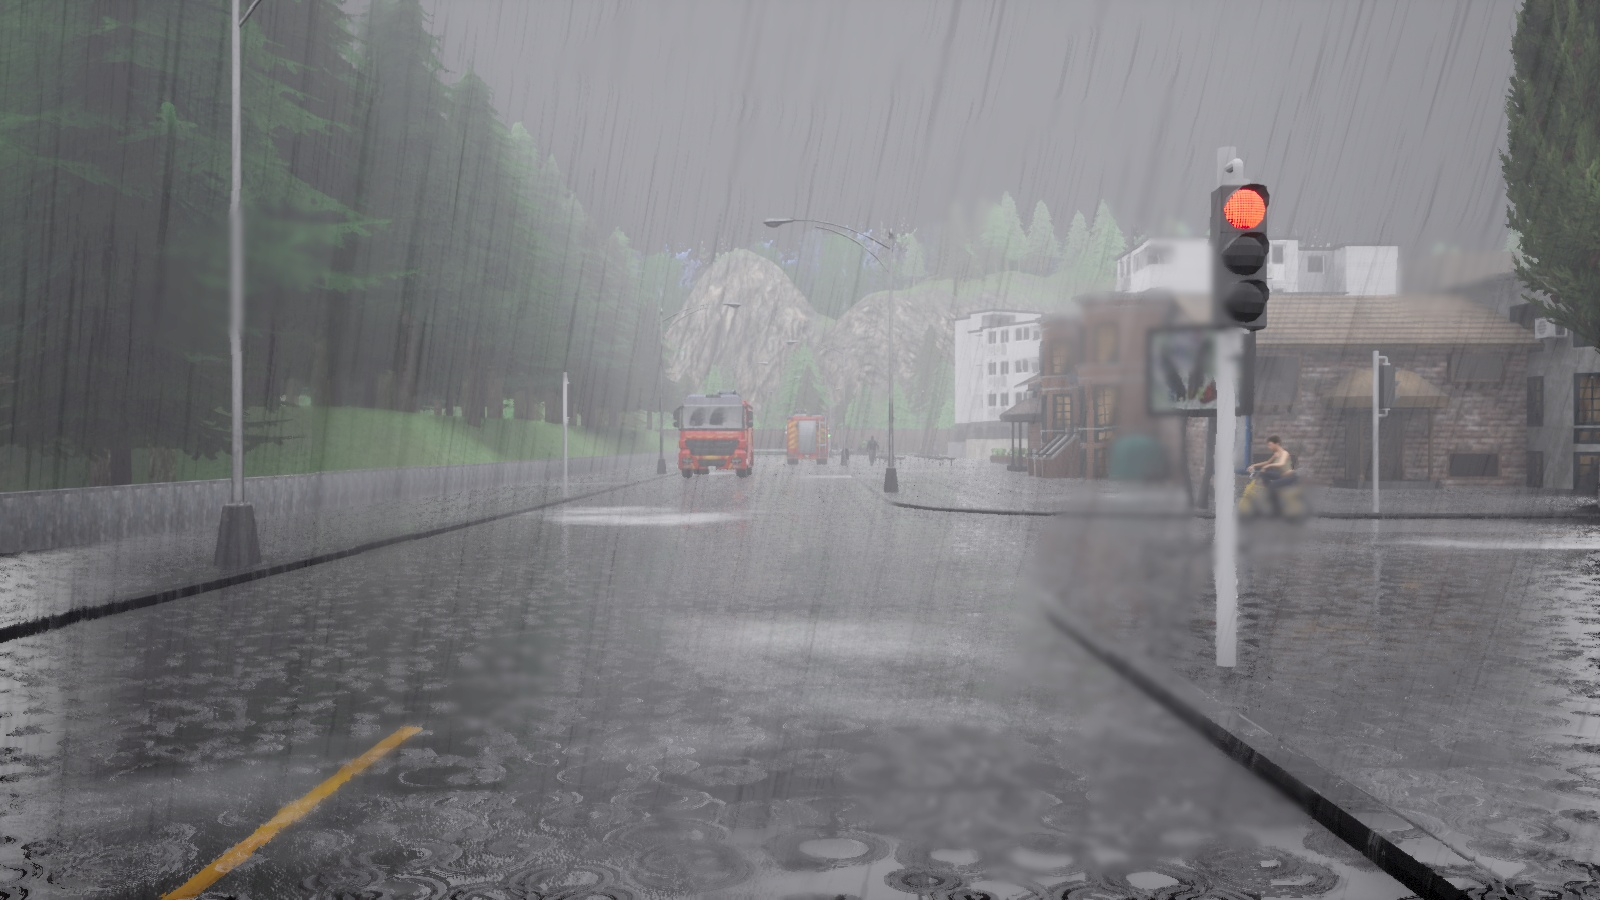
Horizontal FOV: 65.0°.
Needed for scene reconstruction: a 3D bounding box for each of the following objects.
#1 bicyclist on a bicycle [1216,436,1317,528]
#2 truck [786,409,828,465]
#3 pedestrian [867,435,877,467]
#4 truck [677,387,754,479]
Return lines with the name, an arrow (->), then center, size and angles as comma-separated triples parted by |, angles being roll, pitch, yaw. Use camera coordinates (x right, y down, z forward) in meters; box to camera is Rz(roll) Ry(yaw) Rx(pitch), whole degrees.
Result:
bicyclist on a bicycle -> 8.341, 0.563, 22.503 | 1.509, 1.612, 0.866 | 0, 0, 2
truck -> 0.521, -0.930, 90.824 | 2.891, 3.827, 8.468 | 0, 0, 0
pedestrian -> 4.229, 0.044, 73.644 | 0.563, 1.883, 0.849 | 0, 0, 2
truck -> -3.670, -0.740, 56.488 | 2.891, 3.827, 8.468 | 0, 0, 0
